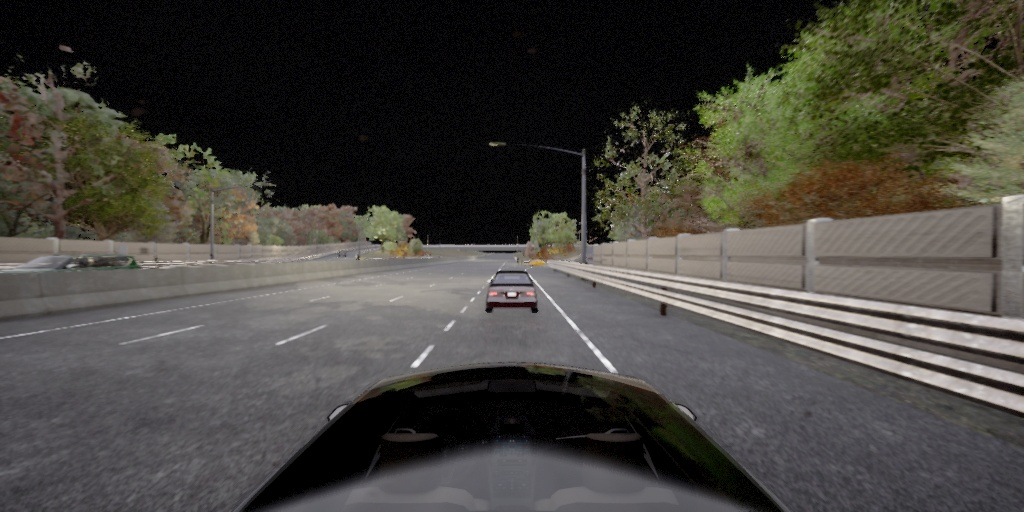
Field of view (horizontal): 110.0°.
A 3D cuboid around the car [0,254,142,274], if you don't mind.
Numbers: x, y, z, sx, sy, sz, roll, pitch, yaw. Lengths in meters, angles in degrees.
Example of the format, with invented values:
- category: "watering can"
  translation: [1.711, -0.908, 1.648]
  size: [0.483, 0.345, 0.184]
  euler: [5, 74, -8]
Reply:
- category: "car"
  translation: [-21.105, 0.925, 17.111]
  size: [2.150, 2.045, 5.566]
  euler: [0, 0, 0]

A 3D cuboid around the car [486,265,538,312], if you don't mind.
- category: "car"
  translation: [-0.007, 1.259, 13.893]
  size: [2.033, 1.411, 5.357]
  euler: [0, 0, 0]
